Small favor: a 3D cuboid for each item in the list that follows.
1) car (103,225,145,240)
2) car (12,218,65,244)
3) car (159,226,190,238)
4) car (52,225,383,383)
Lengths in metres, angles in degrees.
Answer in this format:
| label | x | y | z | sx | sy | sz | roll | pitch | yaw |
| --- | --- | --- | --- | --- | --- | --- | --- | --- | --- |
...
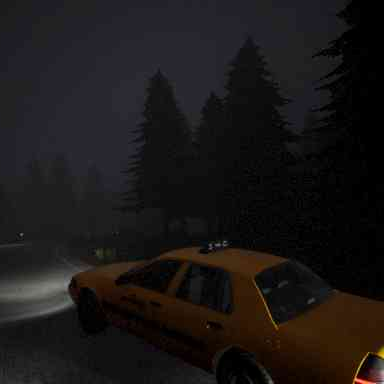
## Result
| label | x | y | z | sx | sy | sz | roll | pitch | yaw |
| --- | --- | --- | --- | --- | --- | --- | --- | --- | --- |
| car | -7.444 | 4.510 | 36.980 | 2.033 | 1.411 | 5.357 | -4 | -8 | 20 |
| car | -12.733 | 3.231 | 28.213 | 2.150 | 2.045 | 5.566 | -4 | -7 | 6 |
| car | -2.320 | 5.544 | 46.285 | 1.882 | 1.535 | 5.008 | -5 | -8 | 30 |
| car | 0.116 | 1.441 | 4.758 | 5.366 | 1.575 | 1.801 | 0 | 1 | 43 |
